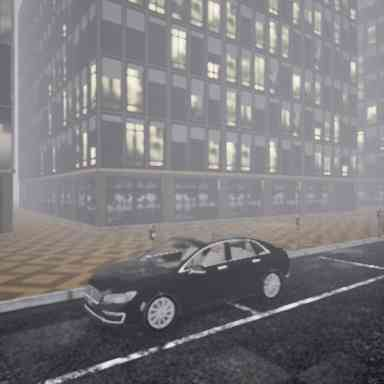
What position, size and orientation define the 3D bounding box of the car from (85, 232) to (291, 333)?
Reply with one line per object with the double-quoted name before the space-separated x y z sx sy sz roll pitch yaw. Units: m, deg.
"car" 0.133 1.531 6.652 4.403 1.369 2.008 0 0 -36
